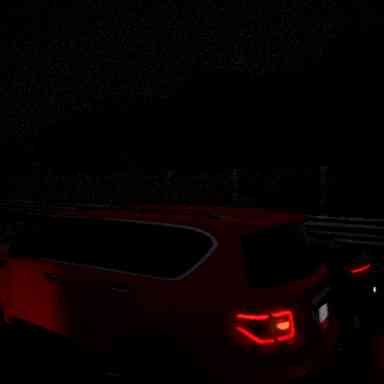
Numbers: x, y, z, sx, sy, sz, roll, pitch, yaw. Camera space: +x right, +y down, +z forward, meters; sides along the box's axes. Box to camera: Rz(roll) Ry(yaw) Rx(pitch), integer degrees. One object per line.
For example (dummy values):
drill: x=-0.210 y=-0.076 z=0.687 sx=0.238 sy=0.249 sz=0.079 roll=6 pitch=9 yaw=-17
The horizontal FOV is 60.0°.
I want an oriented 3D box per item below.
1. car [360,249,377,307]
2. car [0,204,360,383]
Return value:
car: x=1.297 y=1.472 z=7.363 sx=4.892 sy=1.490 sz=1.837 roll=1 pitch=0 yaw=35
car: x=-0.950 y=1.186 z=4.667 sx=5.566 sy=2.045 sz=2.150 roll=1 pitch=0 yaw=35
